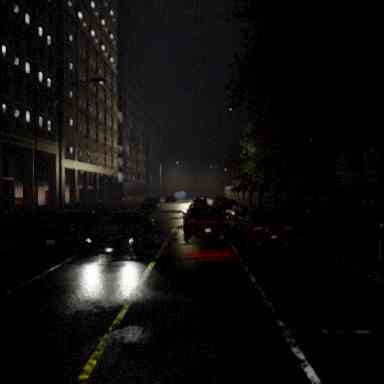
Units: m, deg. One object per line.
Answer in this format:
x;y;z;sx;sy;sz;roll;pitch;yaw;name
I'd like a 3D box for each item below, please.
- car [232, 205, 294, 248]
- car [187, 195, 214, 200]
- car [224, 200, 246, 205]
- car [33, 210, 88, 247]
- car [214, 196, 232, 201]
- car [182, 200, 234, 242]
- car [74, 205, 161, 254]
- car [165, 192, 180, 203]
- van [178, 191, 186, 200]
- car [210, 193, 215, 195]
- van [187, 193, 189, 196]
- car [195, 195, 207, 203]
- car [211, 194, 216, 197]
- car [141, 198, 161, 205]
2.963;1.445;14.038;1.887;1.381;4.507;0;0;1;car
0.768;1.319;32.469;2.033;1.411;5.357;0;0;2;car
3.071;1.412;19.670;2.008;1.369;4.403;0;0;1;car
-5.200;1.462;14.490;1.947;1.339;4.313;0;0;1;car
3.332;1.327;30.947;1.887;1.381;4.507;0;0;2;car
0.552;1.365;15.815;1.882;1.535;5.008;0;0;-2;car
-2.609;1.452;13.275;2.033;1.411;5.357;0;0;1;car
-3.759;1.153;59.466;1.947;1.339;4.313;0;0;2;car
-3.014;0.816;76.333;1.690;1.788;3.998;0;0;3;van
3.848;1.191;48.031;1.752;1.417;4.829;0;0;2;car
-2.442;0.742;87.583;1.690;1.788;3.998;0;0;3;van
1.579;1.204;57.250;1.895;1.301;4.718;0;0;2;car
3.657;1.250;42.224;1.887;1.381;4.507;0;0;2;car
-4.530;1.284;36.975;1.887;1.381;4.507;0;0;2;car
